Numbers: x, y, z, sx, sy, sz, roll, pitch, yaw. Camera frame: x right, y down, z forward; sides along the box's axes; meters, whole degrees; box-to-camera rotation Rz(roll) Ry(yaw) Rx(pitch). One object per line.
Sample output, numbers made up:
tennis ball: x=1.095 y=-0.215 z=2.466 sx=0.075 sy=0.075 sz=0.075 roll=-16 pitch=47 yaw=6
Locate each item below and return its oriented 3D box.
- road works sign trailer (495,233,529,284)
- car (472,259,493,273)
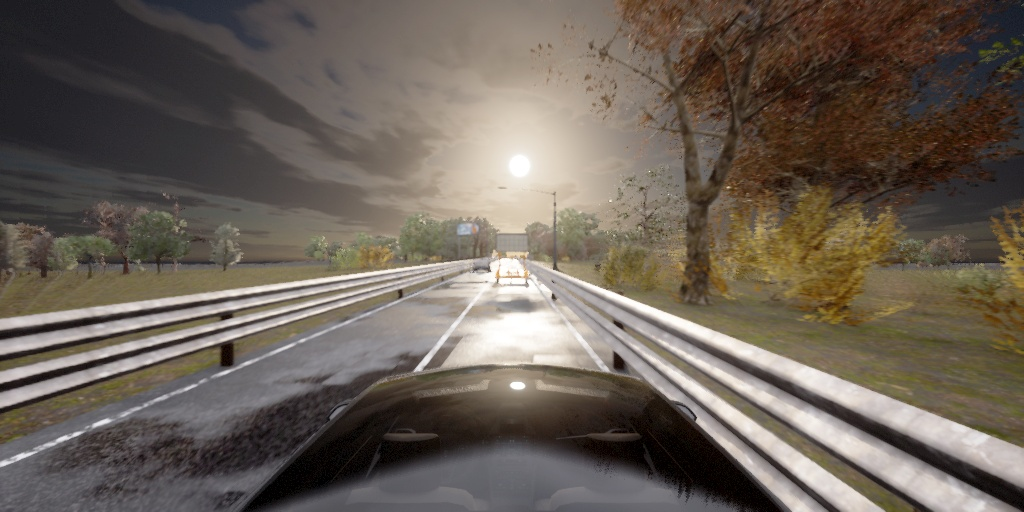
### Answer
road works sign trailer: x=0.007 y=0.119 z=25.755 sx=2.380 sy=3.560 sz=2.880 roll=0 pitch=0 yaw=0
car: x=-3.334 y=1.120 z=40.820 sx=1.812 sy=1.442 sz=4.674 roll=0 pitch=0 yaw=0
